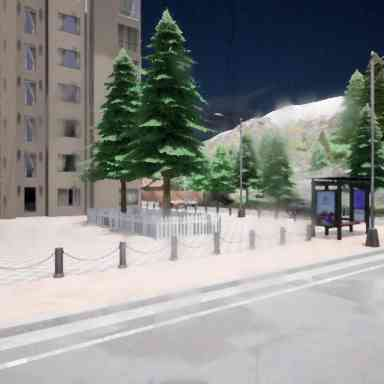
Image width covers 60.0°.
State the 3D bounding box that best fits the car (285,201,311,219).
[{"bbox_3d":[10.039,1.498,27.413,2.128,1.511,4.902,0,0,-35],"label":"car"}]

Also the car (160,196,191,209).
[{"bbox_3d":[-2.582,1.358,45.587,2.097,1.767,4.553,0,0,-35],"label":"car"}]

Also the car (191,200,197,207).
[{"bbox_3d":[-1.337,1.607,49.961,1.895,1.301,4.718,0,0,-35],"label":"car"}]
